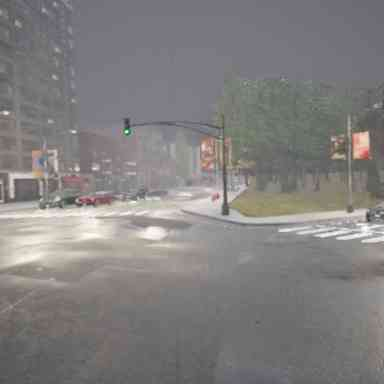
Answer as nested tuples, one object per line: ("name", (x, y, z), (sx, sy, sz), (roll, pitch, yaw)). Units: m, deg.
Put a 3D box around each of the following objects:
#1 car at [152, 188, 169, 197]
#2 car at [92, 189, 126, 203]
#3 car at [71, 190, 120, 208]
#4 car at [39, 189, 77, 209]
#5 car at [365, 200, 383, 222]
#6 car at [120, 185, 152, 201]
("car", (-4.980, 0.079, 50.824), (1.895, 1.301, 4.718), (-2, 1, 11))
("car", (-10.103, 0.435, 40.943), (2.033, 1.411, 5.357), (-2, 1, 11))
("car", (-8.721, 0.695, 30.447), (1.895, 1.301, 4.718), (-2, 1, 11))
("car", (-11.992, 0.557, 30.689), (2.097, 1.767, 4.553), (-2, 1, 11))
("car", (12.448, 1.049, 20.153), (4.674, 1.442, 1.812), (-1, 1, -34))
("car", (-6.892, 0.289, 40.467), (1.837, 1.490, 4.892), (-2, 1, 11))
